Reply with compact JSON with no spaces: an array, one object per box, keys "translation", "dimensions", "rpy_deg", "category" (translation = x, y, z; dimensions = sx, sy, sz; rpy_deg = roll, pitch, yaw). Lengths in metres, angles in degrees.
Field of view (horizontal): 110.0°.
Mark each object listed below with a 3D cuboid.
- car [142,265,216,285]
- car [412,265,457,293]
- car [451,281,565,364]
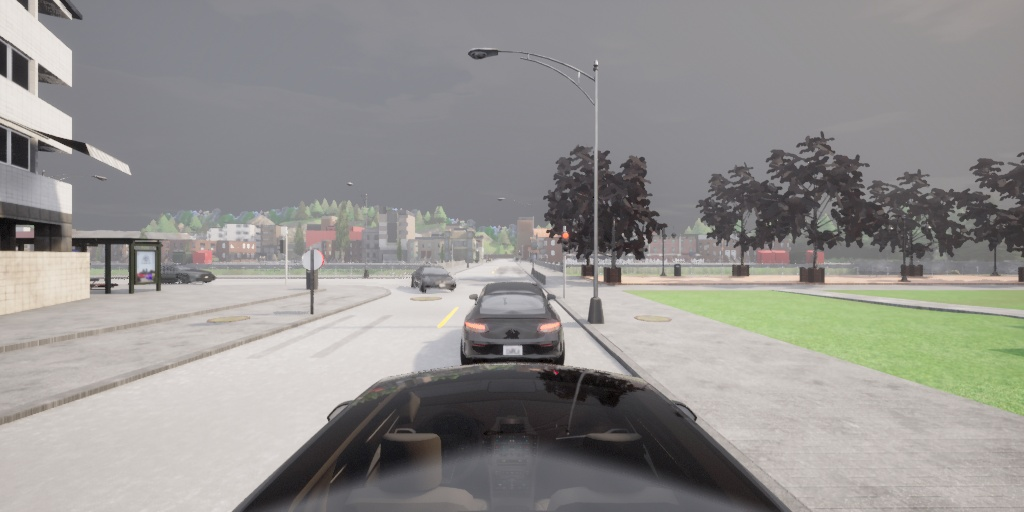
[{"translation":[-23.556,1.314,25.288],"dimensions":[4.181,1.385,1.994],"rpy_deg":[0,0,0],"category":"car"},{"translation":[-4.627,1.276,20.880],"dimensions":[1.812,1.442,4.674],"rpy_deg":[1,-1,-26],"category":"car"},{"translation":[0.009,1.276,7.781],"dimensions":[1.812,1.442,4.674],"rpy_deg":[0,0,0],"category":"car"}]
